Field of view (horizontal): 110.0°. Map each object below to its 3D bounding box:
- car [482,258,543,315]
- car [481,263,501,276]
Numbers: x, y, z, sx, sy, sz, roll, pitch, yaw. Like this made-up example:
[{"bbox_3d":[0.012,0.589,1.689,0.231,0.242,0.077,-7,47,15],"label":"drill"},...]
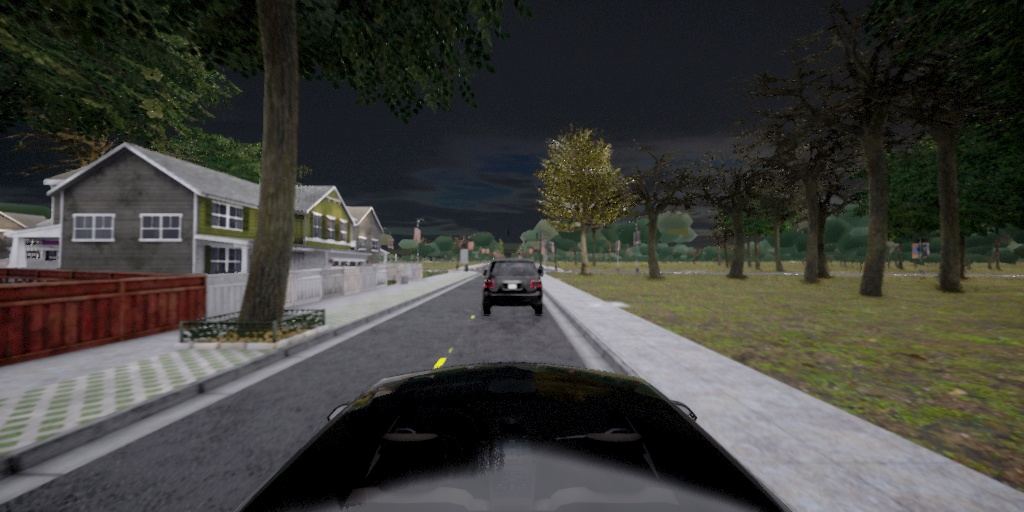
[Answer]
[{"bbox_3d":[0.041,1.109,14.476,2.150,2.045,5.566,0,0,1],"label":"car"},{"bbox_3d":[-2.612,1.680,45.440,2.128,1.511,4.902,0,-1,1],"label":"car"}]
